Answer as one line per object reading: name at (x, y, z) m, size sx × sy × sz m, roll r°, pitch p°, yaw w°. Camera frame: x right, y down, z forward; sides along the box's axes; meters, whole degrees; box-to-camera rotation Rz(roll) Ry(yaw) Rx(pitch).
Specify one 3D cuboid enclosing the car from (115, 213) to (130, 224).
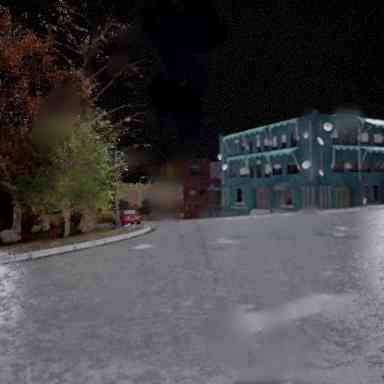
car at (-13.440, 5.177, 64.999) m, size 2.150 × 2.045 × 5.566 m, roll -2°, pitch -3°, yaw -5°

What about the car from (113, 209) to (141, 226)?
car at (-8.091, 3.227, 42.109) m, size 2.150 × 2.045 × 5.566 m, roll -3°, pitch -4°, yaw -22°

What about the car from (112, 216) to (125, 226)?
car at (-11.680, 4.596, 53.015) m, size 1.895 × 1.301 × 4.718 m, roll -2°, pitch -4°, yaw -13°
